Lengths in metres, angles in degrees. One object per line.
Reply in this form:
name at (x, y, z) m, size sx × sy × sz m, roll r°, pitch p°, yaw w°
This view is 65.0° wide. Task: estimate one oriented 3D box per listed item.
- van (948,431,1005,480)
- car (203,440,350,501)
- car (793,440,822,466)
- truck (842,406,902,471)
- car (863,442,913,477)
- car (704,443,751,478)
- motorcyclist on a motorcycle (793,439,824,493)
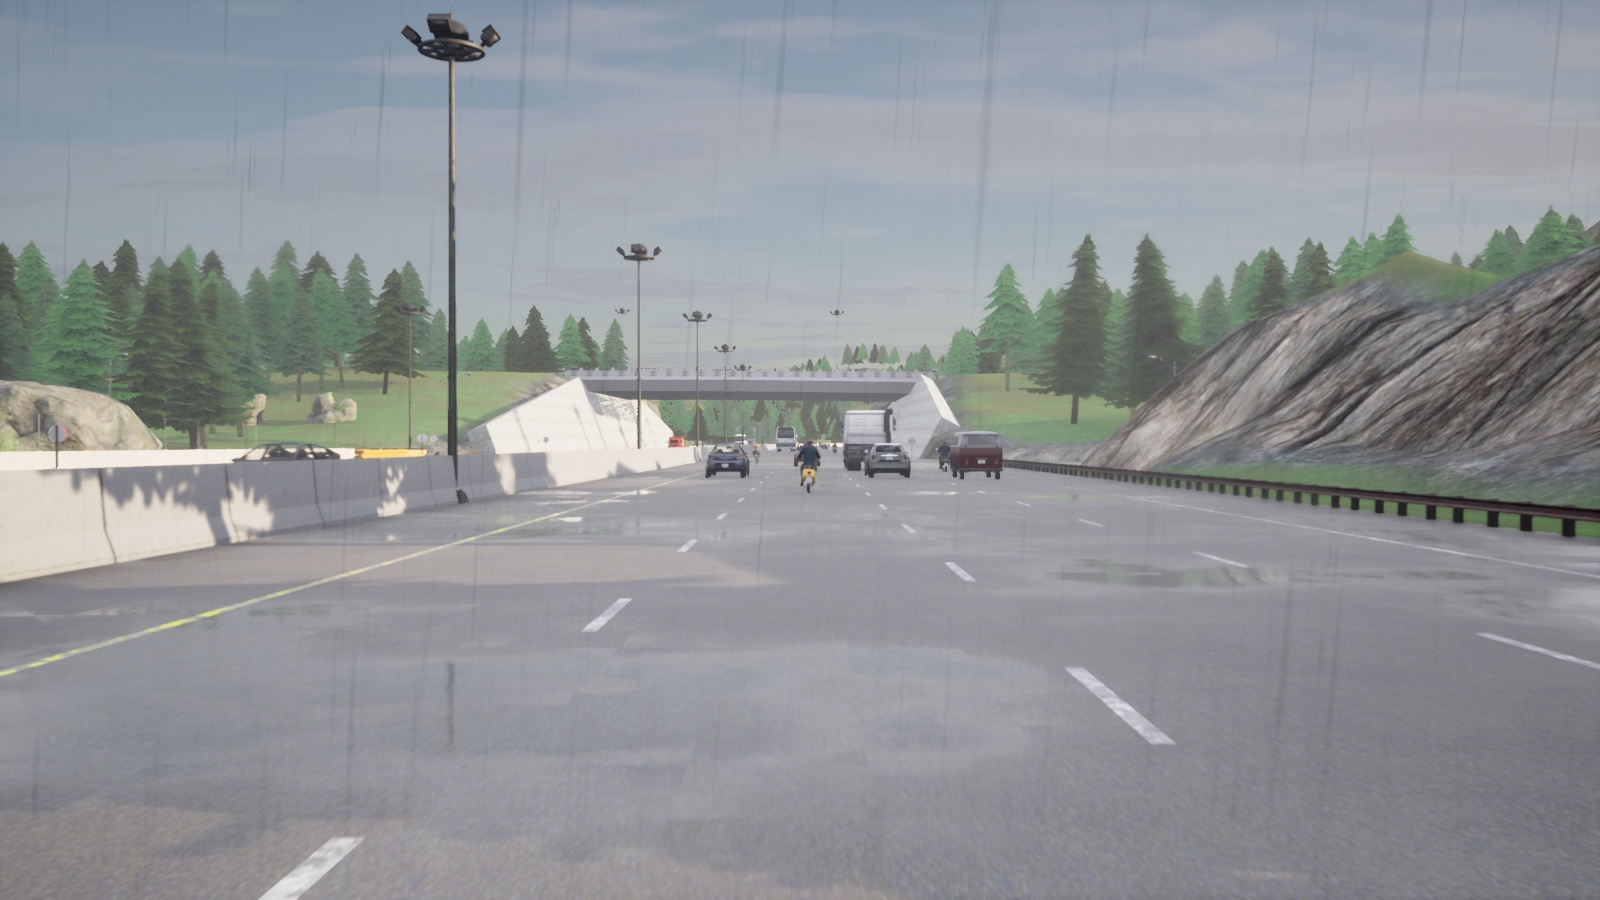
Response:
van at (7.315, 0.209, 52.507) m, size 1.775 × 1.987 × 4.442 m, roll 0°, pitch 0°, yaw 0°
car at (-13.795, 0.494, 33.388) m, size 2.007 × 1.525 × 4.514 m, roll 0°, pitch 0°, yaw 0°
car at (0.478, 0.188, 81.141) m, size 1.851 × 1.617 × 3.988 m, roll 0°, pitch 0°, yaw 0°
truck at (3.915, -0.626, 69.921) m, size 2.891 × 3.462 × 7.936 m, roll 0°, pitch 0°, yaw 0°
car at (3.831, 0.402, 55.479) m, size 1.970 × 1.475 × 3.806 m, roll 0°, pitch 0°, yaw 0°
car at (-3.167, 0.443, 55.781) m, size 1.816 × 1.474 × 4.193 m, roll 0°, pitch 0°, yaw 0°
motorcyclist on a motorcycle at (0.245, 0.483, 38.465) m, size 0.866 × 1.590 × 1.817 m, roll 2°, pitch 0°, yaw 0°
